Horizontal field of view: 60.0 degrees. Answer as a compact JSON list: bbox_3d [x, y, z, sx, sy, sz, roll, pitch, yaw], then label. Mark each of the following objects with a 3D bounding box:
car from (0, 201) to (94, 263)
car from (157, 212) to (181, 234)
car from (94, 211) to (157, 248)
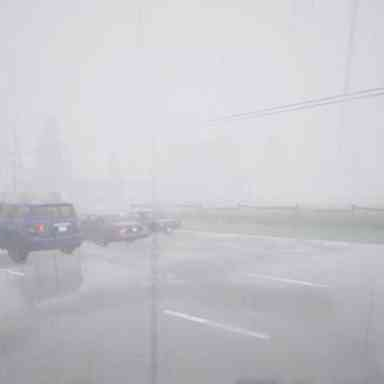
[{"bbox_3d":[-6.564,1.362,12.863,5.566,2.045,2.150,0,0,36],"label":"car"},{"bbox_3d":[-3.038,1.746,18.955,4.718,1.301,1.895,-1,0,36],"label":"car"},{"bbox_3d":[-4.474,1.684,15.671,5.357,1.411,2.033,-1,0,36],"label":"car"}]
